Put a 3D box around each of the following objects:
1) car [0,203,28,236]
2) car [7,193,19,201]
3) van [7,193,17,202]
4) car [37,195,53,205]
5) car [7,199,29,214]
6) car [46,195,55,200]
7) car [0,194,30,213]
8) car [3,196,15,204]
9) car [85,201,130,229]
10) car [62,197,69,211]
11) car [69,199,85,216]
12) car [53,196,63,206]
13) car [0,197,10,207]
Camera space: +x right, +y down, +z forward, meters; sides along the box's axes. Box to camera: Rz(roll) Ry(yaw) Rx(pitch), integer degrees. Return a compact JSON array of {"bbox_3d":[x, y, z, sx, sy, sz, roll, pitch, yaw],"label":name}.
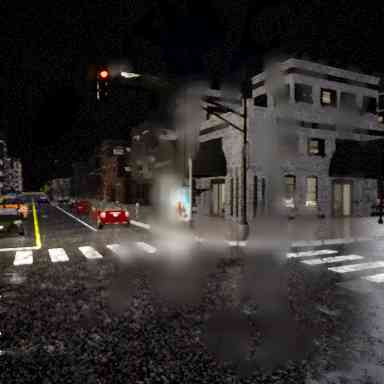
[{"bbox_3d":[-9.958,1.511,17.605,1.994,1.385,4.181,0,0,-26],"label":"car"},{"bbox_3d":[-42.563,1.206,79.286,2.192,1.841,5.009,-1,0,-26],"label":"car"},{"bbox_3d":[-40.091,1.233,74.156,1.690,1.788,3.998,-1,0,-26],"label":"van"},{"bbox_3d":[-25.953,1.459,58.173,1.994,1.385,4.181,0,0,-26],"label":"car"},{"bbox_3d":[-18.464,1.484,35.484,1.994,1.385,4.181,0,0,-26],"label":"car"},{"bbox_3d":[-37.490,1.465,88.070,1.802,1.307,4.206,-1,0,-26],"label":"car"},{"bbox_3d":[-14.194,1.285,26.442,2.097,1.767,4.553,0,0,-25],"label":"car"},{"bbox_3d":[-35.070,1.421,63.739,1.752,1.417,4.829,-1,0,-26],"label":"car"},{"bbox_3d":[-5.346,1.379,21.352,1.967,1.590,4.097,-1,0,-26],"label":"car"},{"bbox_3d":[-12.764,1.467,36.749,2.008,1.369,4.403,-1,0,-26],"label":"car"},{"bbox_3d":[-10.291,1.505,31.617,1.802,1.307,4.206,-1,0,-26],"label":"car"},{"bbox_3d":[-20.181,1.449,52.145,2.008,1.369,4.403,-1,0,-26],"label":"car"},{"bbox_3d":[-27.652,1.432,48.343,1.752,1.417,4.829,-1,0,-26],"label":"car"}]
